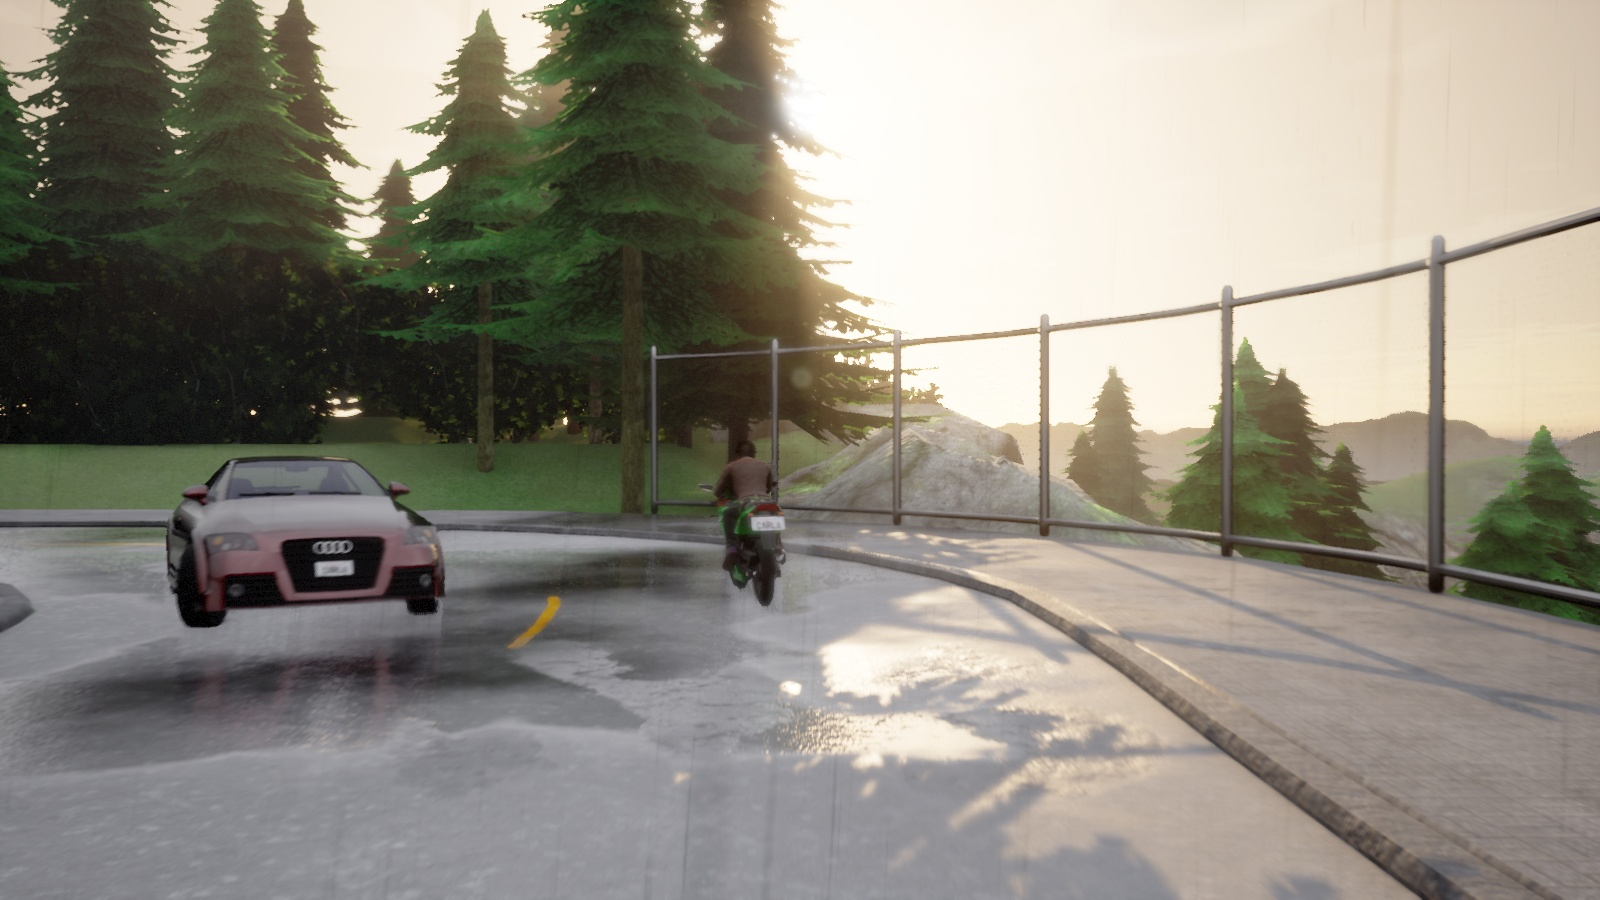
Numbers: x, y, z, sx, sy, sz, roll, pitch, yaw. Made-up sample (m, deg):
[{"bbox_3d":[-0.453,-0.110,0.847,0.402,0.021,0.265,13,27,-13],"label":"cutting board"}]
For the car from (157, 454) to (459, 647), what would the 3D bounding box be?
[{"bbox_3d":[-4.678,0.743,11.536,1.994,1.385,4.181,0,0,-30],"label":"car"}]

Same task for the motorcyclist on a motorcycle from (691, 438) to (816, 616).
[{"bbox_3d":[-0.492,0.662,11.985,0.797,1.523,2.044,-1,1,-13],"label":"motorcyclist on a motorcycle"}]
